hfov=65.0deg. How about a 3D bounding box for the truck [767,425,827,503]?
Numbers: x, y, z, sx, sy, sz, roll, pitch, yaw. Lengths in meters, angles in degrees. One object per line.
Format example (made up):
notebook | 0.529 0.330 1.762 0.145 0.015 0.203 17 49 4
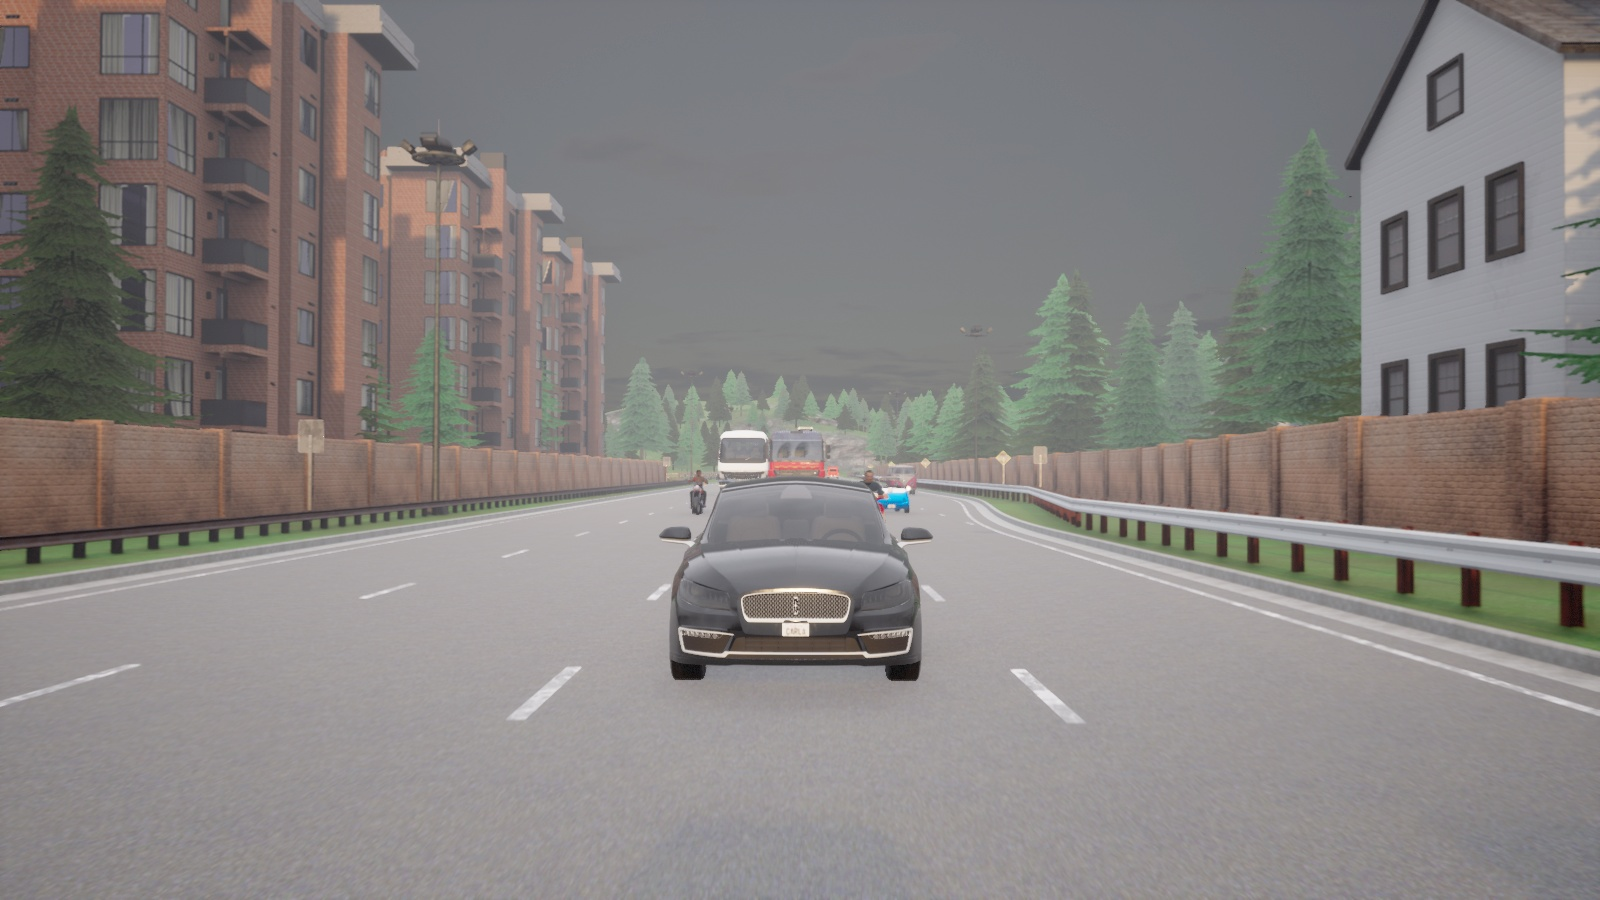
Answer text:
truck | -0.163 0.747 65.497 2.891 3.827 8.468 0 -1 0

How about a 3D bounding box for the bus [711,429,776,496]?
bus | -3.712 0.880 85.248 3.944 4.253 10.273 0 -1 0

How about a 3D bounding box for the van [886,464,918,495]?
van | 6.796 1.946 83.963 1.775 1.987 4.442 0 -1 0

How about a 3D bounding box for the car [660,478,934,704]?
car | -0.027 1.002 10.902 1.837 1.490 4.892 0 -1 0

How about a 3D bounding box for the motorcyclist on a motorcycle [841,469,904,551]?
motorcyclist on a motorcycle | 1.456 1.191 25.601 0.866 1.590 1.817 0 -1 -11

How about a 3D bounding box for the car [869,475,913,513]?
car | 3.386 1.646 47.184 1.481 1.376 2.207 0 -1 0

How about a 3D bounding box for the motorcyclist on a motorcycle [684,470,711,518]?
motorcyclist on a motorcycle | -3.608 1.525 44.515 0.766 1.649 2.350 0 -1 0
